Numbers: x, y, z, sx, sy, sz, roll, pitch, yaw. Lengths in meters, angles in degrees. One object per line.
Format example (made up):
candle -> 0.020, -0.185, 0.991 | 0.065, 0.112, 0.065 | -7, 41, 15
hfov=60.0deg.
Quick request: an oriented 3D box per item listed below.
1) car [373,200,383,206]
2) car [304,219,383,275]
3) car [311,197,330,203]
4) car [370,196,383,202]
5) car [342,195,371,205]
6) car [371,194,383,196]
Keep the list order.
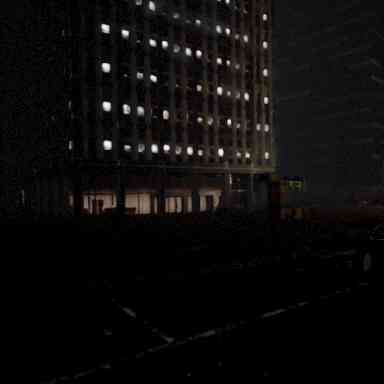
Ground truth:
car -> 9.881, 1.317, 13.623 | 5.009, 1.841, 2.192 | 0, -1, -35
car -> 5.303, 1.552, 10.354 | 4.403, 1.369, 2.008 | 0, -1, -35
car -> 29.207, 1.728, 75.744 | 1.947, 1.339, 4.313 | -2, 1, -41
car -> 33.880, 1.802, 57.479 | 1.947, 1.339, 4.313 | -2, 1, -41
car -> 30.194, 1.709, 61.751 | 1.967, 1.590, 4.097 | -2, 1, -41
car -> 36.579, 1.413, 67.181 | 2.192, 1.841, 5.009 | -2, 1, -41
